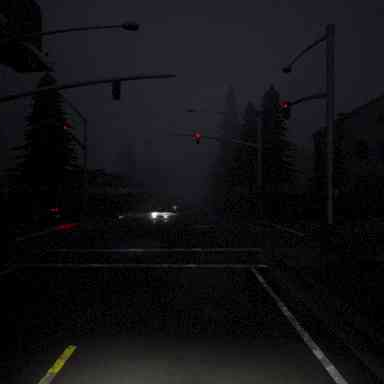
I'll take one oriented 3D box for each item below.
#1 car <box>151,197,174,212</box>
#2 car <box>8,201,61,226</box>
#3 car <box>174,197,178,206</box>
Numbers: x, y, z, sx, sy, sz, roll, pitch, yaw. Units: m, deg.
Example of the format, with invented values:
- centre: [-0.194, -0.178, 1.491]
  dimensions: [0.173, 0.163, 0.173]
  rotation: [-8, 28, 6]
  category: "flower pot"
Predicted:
- centre: [-3.477, 1.564, 38.045]
  dimensions: [1.994, 1.385, 4.181]
  rotation: [0, 0, 0]
  category: "car"
- centre: [-11.071, 1.314, 21.461]
  dimensions: [4.902, 1.511, 2.128]
  rotation: [0, 0, -1]
  category: "car"
- centre: [-3.357, 1.548, 55.570]
  dimensions: [2.033, 1.411, 5.357]
  rotation: [0, 0, 1]
  category: "car"
